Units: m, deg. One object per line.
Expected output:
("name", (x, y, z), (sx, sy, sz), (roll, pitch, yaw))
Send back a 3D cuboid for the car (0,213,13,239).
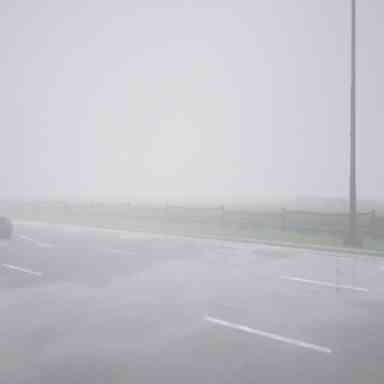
("car", (-10.119, 1.437, 15.452), (4.674, 1.442, 1.812), (0, 0, 35))
